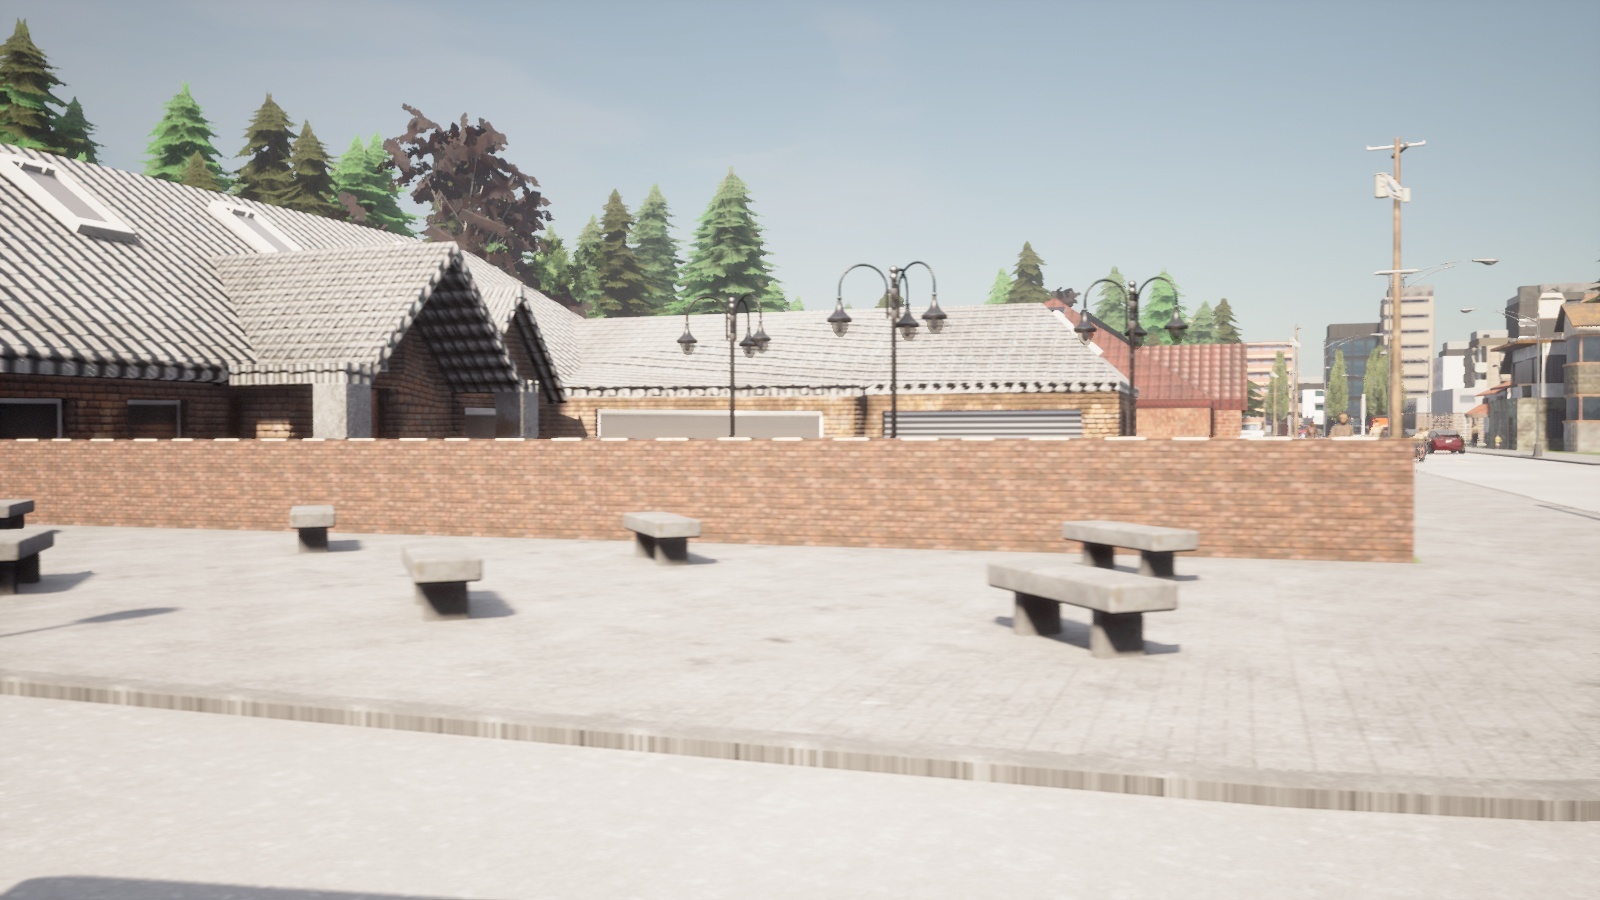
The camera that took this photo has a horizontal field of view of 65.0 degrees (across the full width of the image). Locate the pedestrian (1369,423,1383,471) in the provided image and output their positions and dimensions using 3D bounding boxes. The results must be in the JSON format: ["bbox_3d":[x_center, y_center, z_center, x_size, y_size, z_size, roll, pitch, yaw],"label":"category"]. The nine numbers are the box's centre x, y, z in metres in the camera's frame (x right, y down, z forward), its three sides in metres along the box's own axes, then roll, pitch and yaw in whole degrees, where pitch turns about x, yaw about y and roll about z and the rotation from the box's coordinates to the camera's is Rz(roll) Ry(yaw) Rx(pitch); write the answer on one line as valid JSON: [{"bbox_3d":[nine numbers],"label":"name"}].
[{"bbox_3d":[22.490,-0.128,49.008,0.345,1.836,0.594,1,1,39],"label":"pedestrian"}]

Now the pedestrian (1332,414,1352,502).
[{"bbox_3d":[11.568,0.161,26.816,0.331,1.846,0.634,1,1,19],"label":"pedestrian"}]

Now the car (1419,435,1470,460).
[{"bbox_3d":[39.811,-0.205,77.726,2.163,1.488,4.792,1,1,19],"label":"car"}]

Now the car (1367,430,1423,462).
[{"bbox_3d":[32.121,-0.241,67.910,2.242,1.667,4.611,1,1,19],"label":"car"}]
